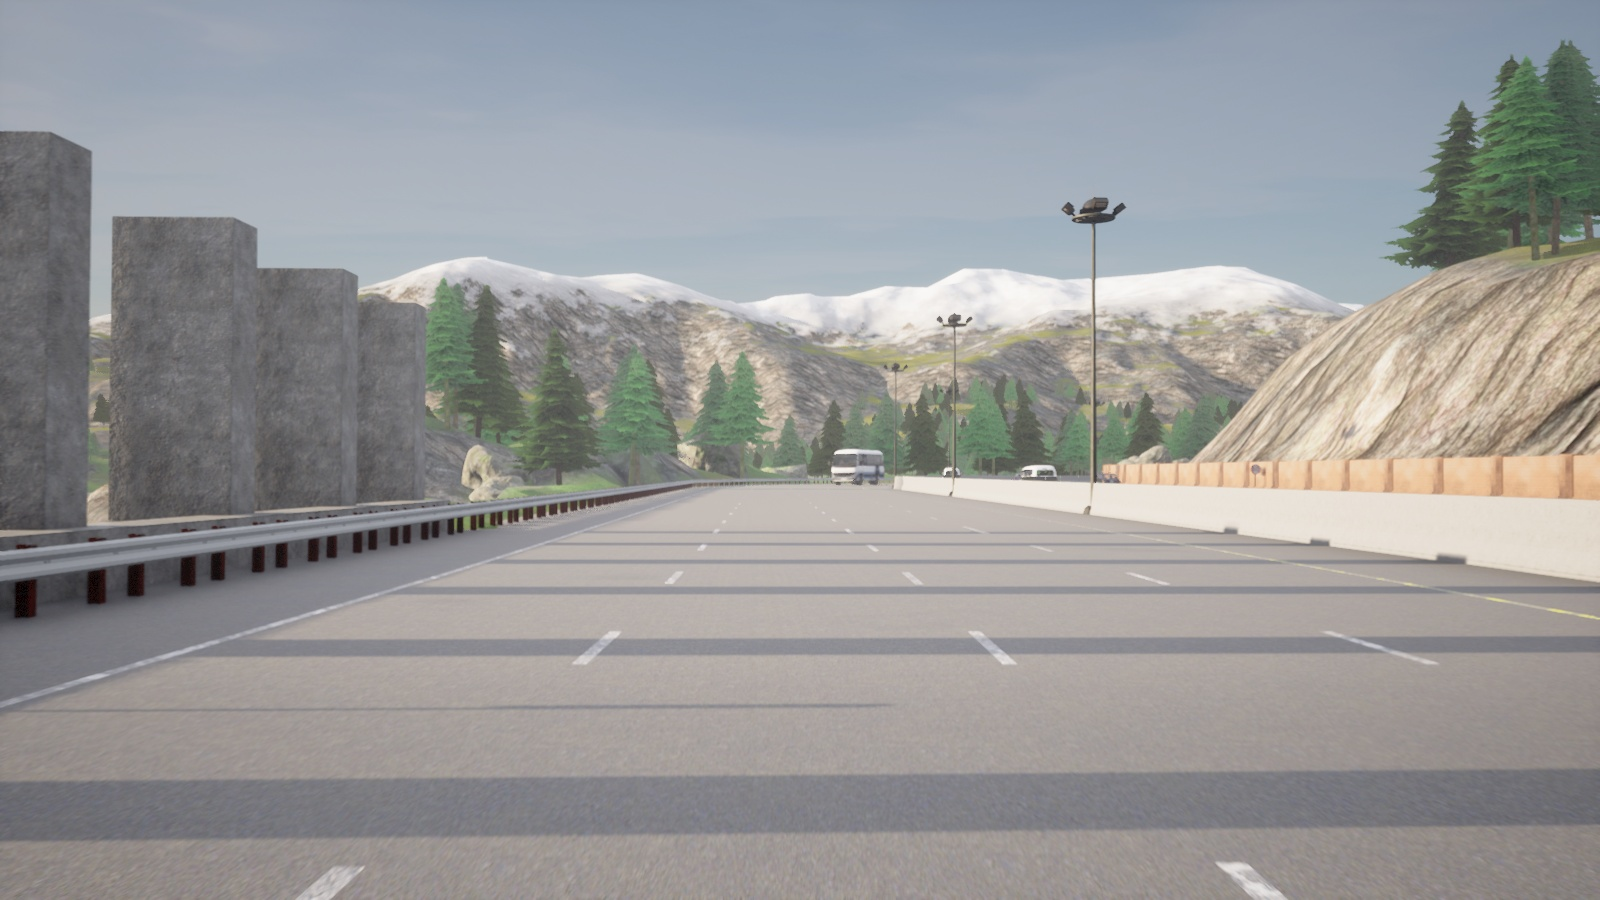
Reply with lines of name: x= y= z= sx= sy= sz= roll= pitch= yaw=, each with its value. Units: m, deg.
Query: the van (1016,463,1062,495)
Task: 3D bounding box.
van: x=15.746 y=1.908 z=83.069 sx=2.069 sy=2.038 sz=4.480 roll=0 pitch=-1 yaw=-2
